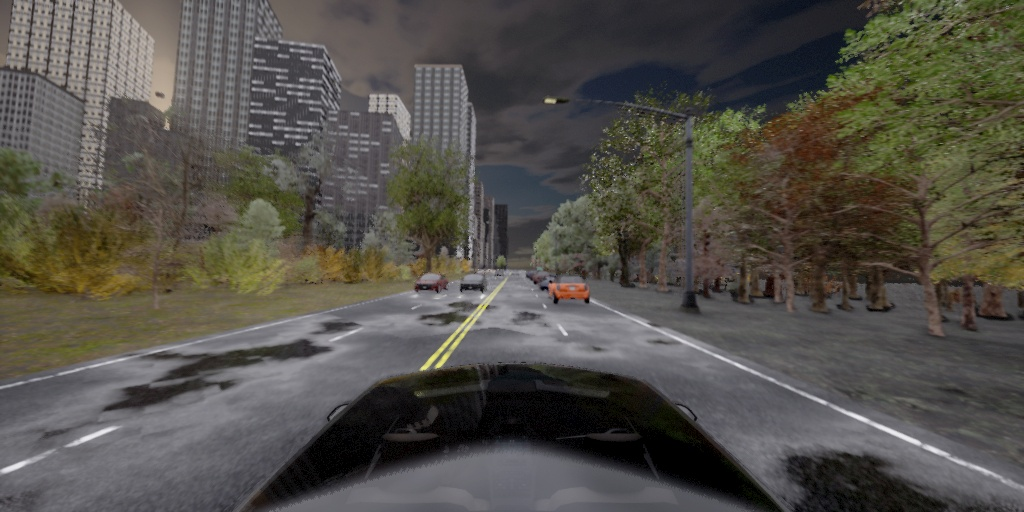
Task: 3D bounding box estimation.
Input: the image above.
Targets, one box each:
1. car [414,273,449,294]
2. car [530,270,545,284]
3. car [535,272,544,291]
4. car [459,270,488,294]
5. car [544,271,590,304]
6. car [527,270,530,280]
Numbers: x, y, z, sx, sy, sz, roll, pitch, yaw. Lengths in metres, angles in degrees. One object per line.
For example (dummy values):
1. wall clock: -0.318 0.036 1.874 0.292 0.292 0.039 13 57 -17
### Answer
1. car: -6.352 2.107 28.697 1.882 1.535 5.008 1 -2 1
2. car: 3.677 2.581 44.224 2.097 1.767 4.553 2 -2 1
3. car: 3.521 2.476 33.243 1.994 1.385 4.181 0 -2 1
4. car: -3.089 2.179 29.451 1.882 1.535 5.008 1 -2 1
5. car: 3.401 1.898 22.222 2.097 1.767 4.553 0 -2 1
6. car: 3.791 3.112 55.248 1.812 1.442 4.674 2 -2 1
